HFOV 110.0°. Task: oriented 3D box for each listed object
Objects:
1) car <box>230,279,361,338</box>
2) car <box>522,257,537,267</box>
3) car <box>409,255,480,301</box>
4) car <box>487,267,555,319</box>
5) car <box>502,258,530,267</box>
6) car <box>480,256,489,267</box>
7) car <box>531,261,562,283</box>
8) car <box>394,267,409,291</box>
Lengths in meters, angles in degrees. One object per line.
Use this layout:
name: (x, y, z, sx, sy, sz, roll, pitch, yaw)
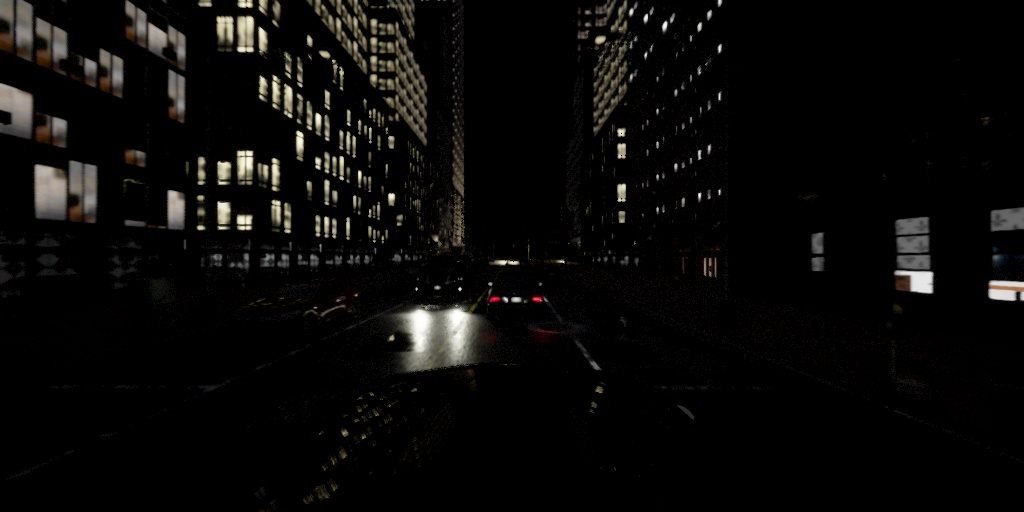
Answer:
car: (-5.677, 1.314, 10.033, 1.802, 1.307, 4.207, 0, 0, 0)
car: (2.780, 1.109, 49.850, 1.967, 1.591, 4.097, 0, 0, 0)
car: (-3.065, 0.944, 17.527, 2.150, 2.045, 5.566, 0, 0, 0)
car: (0.119, 1.281, 12.654, 2.033, 1.411, 5.357, 0, 0, 0)
car: (0.154, 1.194, 31.208, 2.128, 1.511, 4.902, 0, 0, 0)
car: (-5.579, 1.077, 61.264, 1.967, 1.591, 4.097, 0, 0, 0)
car: (2.736, 1.278, 27.083, 1.948, 1.339, 4.313, 0, 0, 0)
car: (-5.656, 1.264, 21.419, 2.007, 1.370, 4.403, 0, 0, 0)
